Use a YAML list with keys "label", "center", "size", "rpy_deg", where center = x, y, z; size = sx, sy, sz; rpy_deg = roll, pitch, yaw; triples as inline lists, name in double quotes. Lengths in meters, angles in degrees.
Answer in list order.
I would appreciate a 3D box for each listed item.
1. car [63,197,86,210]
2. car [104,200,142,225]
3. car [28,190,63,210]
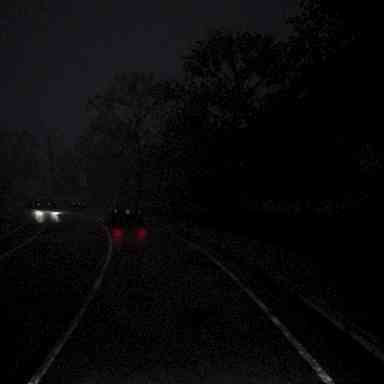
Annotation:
- label: "car"
  center: [-14.428, 1.341, 39.804]
  size: [2.033, 1.411, 5.357]
  rpy_deg: [5, -2, -39]
- label: "car"
  center: [-5.047, 1.349, 24.066]
  size: [2.097, 1.767, 4.553]
  rpy_deg: [2, -1, -22]
- label: "car"
  center: [-16.507, 0.823, 36.696]
  size: [2.150, 2.045, 5.566]
  rpy_deg: [4, -2, -37]
